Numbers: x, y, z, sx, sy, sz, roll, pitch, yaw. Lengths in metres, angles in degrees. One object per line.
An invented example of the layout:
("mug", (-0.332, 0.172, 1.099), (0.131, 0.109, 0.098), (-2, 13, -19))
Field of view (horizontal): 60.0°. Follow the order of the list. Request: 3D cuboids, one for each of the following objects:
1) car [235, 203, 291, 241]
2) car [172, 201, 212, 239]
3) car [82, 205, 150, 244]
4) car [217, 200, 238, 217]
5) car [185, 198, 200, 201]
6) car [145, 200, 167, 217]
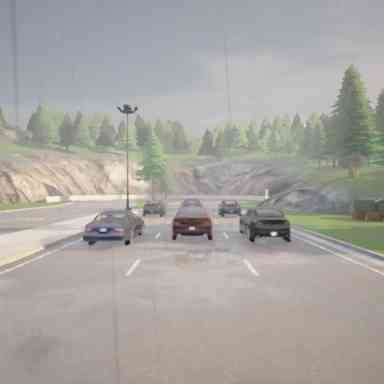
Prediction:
("car", (3.519, 1.507, 16.624), (1.837, 1.490, 4.892), (0, 1, 0))
("car", (0.027, 1.477, 17.371), (1.882, 1.535, 5.008), (0, 0, 1))
("car", (-3.492, 1.548, 15.633), (2.033, 1.411, 5.357), (0, 0, 0))
("car", (3.519, 1.493, 31.625), (2.128, 1.511, 4.902), (0, 0, 0))
("car", (0.019, 1.351, 31.545), (2.097, 1.767, 4.553), (0, 0, 0))
("car", (-3.481, 1.493, 31.626), (2.128, 1.511, 4.902), (0, 0, 0))
